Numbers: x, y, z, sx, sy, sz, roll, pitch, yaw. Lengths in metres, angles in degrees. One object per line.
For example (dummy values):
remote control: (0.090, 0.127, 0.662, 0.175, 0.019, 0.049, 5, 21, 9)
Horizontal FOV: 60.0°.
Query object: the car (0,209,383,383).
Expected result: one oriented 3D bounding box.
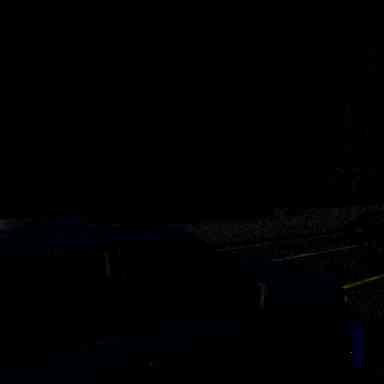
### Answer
car: (-0.819, 1.224, 2.850, 5.566, 2.045, 2.150, 0, 0, -35)
